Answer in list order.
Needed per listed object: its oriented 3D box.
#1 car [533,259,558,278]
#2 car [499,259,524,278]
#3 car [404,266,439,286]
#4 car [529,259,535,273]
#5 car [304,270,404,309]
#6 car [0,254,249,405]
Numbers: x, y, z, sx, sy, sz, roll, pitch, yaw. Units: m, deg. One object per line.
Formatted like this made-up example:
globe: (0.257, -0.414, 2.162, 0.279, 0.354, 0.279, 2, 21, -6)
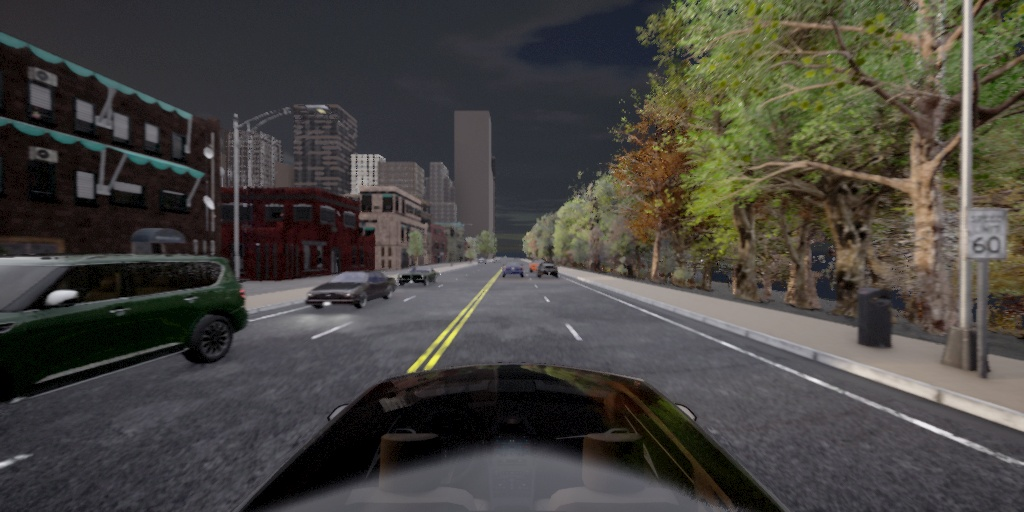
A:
car: (3.348, 1.316, 34.748, 1.837, 1.490, 4.892, 0, 0, 0)
car: (0.097, 1.164, 35.581, 2.097, 1.767, 4.553, 0, 0, 0)
car: (-6.590, 1.396, 25.719, 1.895, 1.301, 4.718, 0, 0, 0)
car: (3.294, 1.182, 46.222, 2.097, 1.767, 4.553, 0, 0, 0)
car: (-6.602, 1.324, 15.463, 2.033, 1.411, 5.357, 0, 0, 0)
car: (-6.601, 0.979, 5.204, 2.150, 2.045, 5.566, 0, 0, 0)
